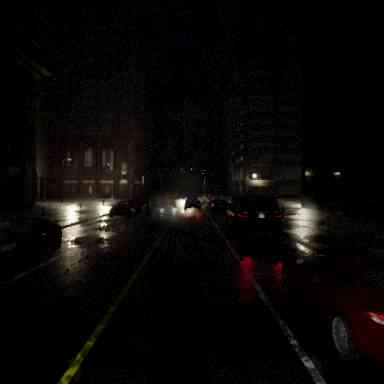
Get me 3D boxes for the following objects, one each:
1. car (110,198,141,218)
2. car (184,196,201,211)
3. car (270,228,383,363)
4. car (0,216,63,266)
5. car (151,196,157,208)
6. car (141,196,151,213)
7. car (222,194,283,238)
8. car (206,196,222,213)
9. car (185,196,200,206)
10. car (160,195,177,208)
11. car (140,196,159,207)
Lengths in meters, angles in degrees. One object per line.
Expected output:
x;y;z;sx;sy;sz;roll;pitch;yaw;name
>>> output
-5.734;1.412;28.111;1.802;1.307;4.206;0;0;0;car
0.090;1.381;37.302;1.895;1.301;4.718;0;0;1;car
2.766;1.546;5.561;1.802;1.307;4.206;0;0;0;car
-5.753;1.511;11.201;1.802;1.307;4.206;0;0;0;car
-5.722;1.334;39.383;1.947;1.339;4.313;0;0;0;car
-5.728;1.365;33.747;1.947;1.339;4.313;0;0;0;car
3.019;1.119;17.078;2.150;2.045;5.566;0;0;0;car
2.797;1.365;33.740;1.947;1.339;4.313;0;0;0;car
0.054;1.285;48.150;1.994;1.385;4.181;0;0;0;car
-3.018;1.223;43.609;1.882;1.535;5.008;0;0;0;car
-5.716;1.289;45.020;2.008;1.369;4.403;0;0;0;car
